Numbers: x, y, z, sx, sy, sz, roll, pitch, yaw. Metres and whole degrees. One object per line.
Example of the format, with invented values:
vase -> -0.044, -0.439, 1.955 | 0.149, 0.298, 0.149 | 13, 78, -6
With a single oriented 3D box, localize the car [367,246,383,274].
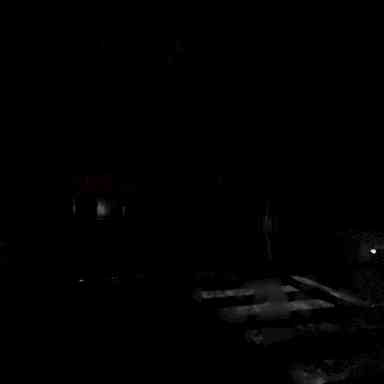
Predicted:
car -> 7.620, 1.887, 9.787 | 4.718, 1.301, 1.895 | 2, -1, -17
